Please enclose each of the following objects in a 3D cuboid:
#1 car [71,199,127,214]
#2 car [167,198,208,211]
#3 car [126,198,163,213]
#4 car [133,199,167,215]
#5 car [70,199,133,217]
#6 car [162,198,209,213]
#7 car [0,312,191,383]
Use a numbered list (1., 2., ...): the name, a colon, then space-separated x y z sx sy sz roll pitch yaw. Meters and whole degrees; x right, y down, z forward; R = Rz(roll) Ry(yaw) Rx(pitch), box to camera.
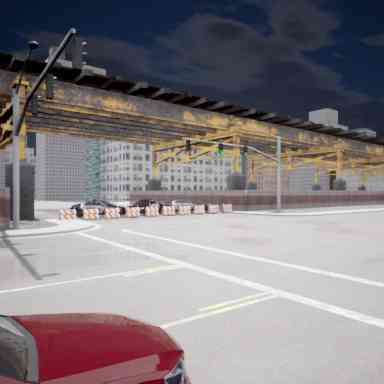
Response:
1. car: -8.439 1.295 30.392 4.536 1.218 1.853 0 0 8
2. car: -0.800 1.295 36.841 4.536 1.218 1.853 0 0 -7
3. car: -4.634 1.295 33.129 1.853 1.218 4.536 0 0 18
4. car: -4.649 1.453 33.079 2.038 1.542 4.974 0 0 18
5. car: -8.388 1.453 30.385 4.974 1.542 2.038 0 0 8
6. car: -0.748 1.453 36.848 4.974 1.542 2.038 0 0 -7
7. car: -2.160 1.526 2.226 4.674 1.442 1.812 0 0 -35
